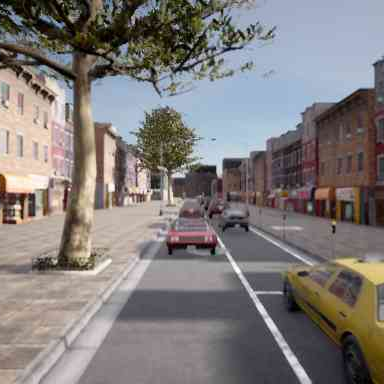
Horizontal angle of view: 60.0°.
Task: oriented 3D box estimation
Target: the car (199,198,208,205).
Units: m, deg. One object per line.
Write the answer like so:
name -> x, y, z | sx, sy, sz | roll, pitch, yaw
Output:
car -> 2.568, 2.164, 76.877 | 1.887, 1.381, 4.507 | 1, 0, 0

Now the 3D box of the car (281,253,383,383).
car -> 2.642, 1.573, 5.015 | 1.752, 1.417, 4.829 | 1, -1, 0

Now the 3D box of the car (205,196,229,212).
car -> 2.617, 1.593, 32.552 | 2.192, 1.841, 5.009 | 1, 0, 0

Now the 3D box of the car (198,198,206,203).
car -> 2.556, 2.271, 87.958 | 1.947, 1.339, 4.313 | 1, 0, 0

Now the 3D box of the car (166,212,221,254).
car -> -0.013, 1.730, 14.122 | 1.895, 1.301, 4.718 | 0, 0, 0

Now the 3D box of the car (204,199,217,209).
car -> 2.959, 1.927, 54.696 | 1.882, 1.535, 5.008 | 0, 0, 0

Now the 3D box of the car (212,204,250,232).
car -> 2.625, 1.741, 21.469 | 2.008, 1.369, 4.403 | 1, 0, 0

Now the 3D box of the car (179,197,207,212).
car -> -0.027, 1.601, 29.081 | 2.097, 1.767, 4.553 | 0, -1, 0
